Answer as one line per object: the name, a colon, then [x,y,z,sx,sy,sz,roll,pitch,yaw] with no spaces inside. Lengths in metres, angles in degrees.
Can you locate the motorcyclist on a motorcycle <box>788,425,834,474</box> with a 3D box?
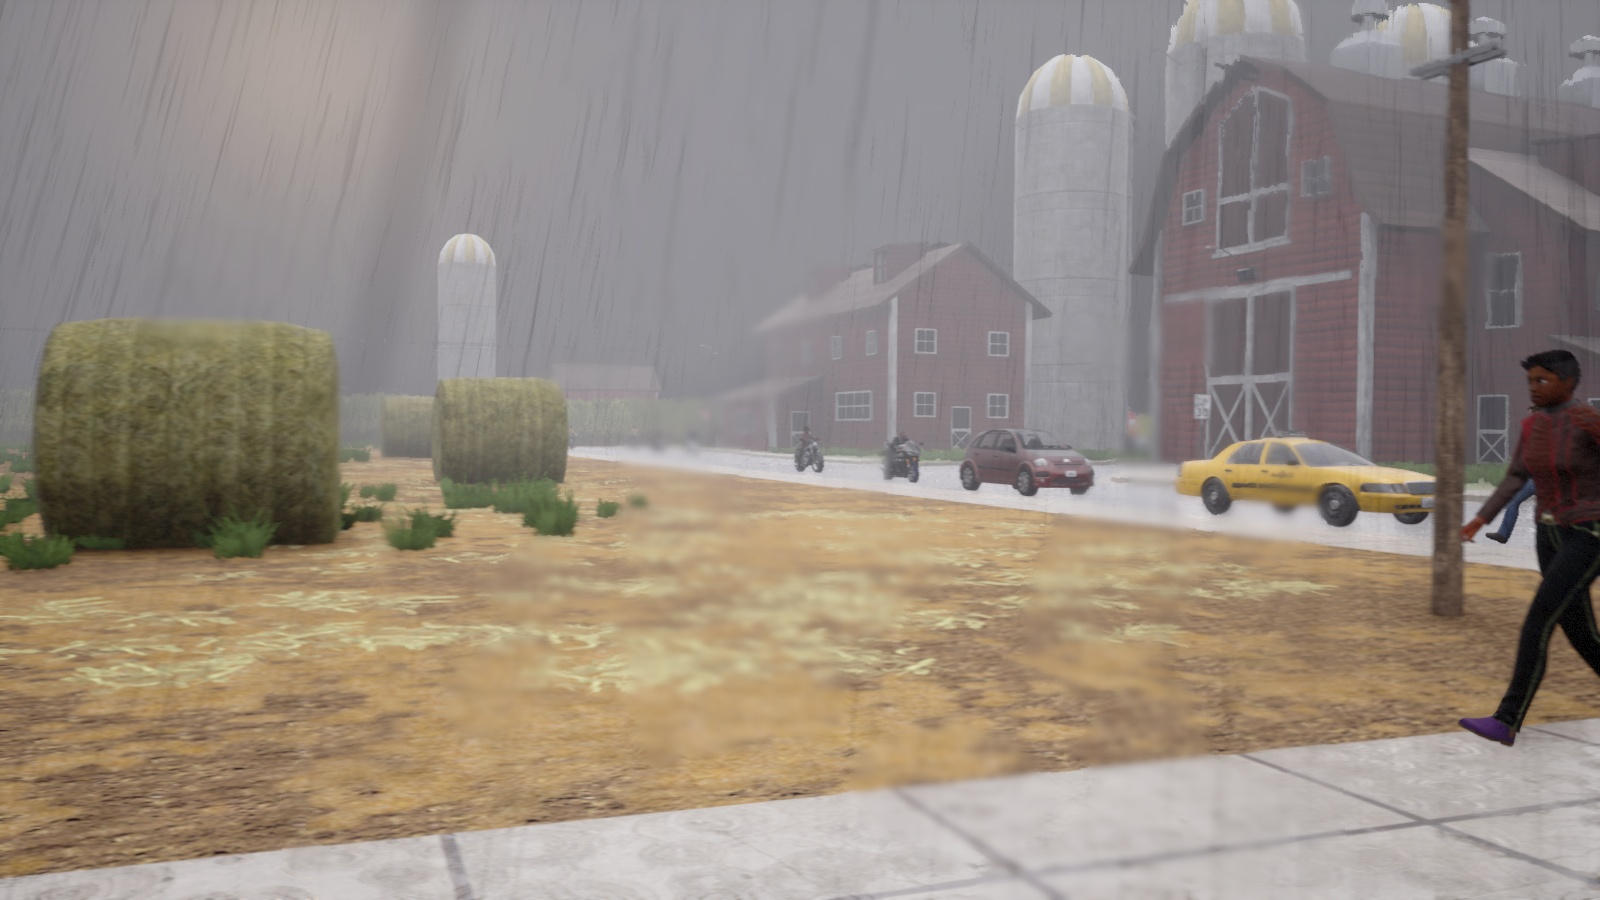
motorcyclist on a motorcycle: [0.364,-0.022,44.324,0.766,1.649,2.350,-1,1,-22]

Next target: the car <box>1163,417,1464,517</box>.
car: [9.024,0.240,22.700,1.801,1.575,5.366,-1,1,-22]

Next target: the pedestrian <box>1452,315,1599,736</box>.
pedestrian: [3.412,0.318,5.576,0.869,1.805,0.328,-1,1,-5]

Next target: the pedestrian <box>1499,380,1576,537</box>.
pedestrian: [8.802,0.094,15.004,0.354,1.836,0.706,-1,1,-31]

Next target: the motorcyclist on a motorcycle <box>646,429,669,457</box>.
motorcyclist on a motorcycle: [-8.651,-0.425,76.267,0.766,1.649,2.350,-1,1,-22]

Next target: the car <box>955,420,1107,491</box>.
car: [5.638,0.102,31.158,1.851,1.617,3.988,-1,1,-22]

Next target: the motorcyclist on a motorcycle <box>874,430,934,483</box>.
motorcyclist on a motorcycle: [3.087,0.161,37.534,0.866,1.530,2.191,-1,1,-22]
